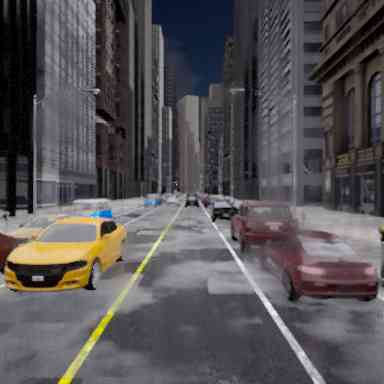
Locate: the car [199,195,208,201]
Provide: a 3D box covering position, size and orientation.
[{"bbox_3d":[2.765,1.413,80.912,1.887,1.381,4.507,0,0,0],"label":"car"}]

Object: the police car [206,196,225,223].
[{"bbox_3d":[2.367,1.379,25.492,1.930,1.638,5.238,0,0,0],"label":"police car"}]

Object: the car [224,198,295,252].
[{"bbox_3d":[2.764,1.289,13.602,2.192,1.841,5.009,0,0,0],"label":"car"}]

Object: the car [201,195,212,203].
[{"bbox_3d":[2.765,1.332,64.084,1.967,1.590,4.097,0,0,0],"label":"car"}]

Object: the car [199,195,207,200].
[{"bbox_3d":[2.765,1.426,86.521,1.947,1.339,4.313,0,0,0],"label":"car"}]

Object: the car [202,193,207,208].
[{"bbox_3d":[2.764,1.233,47.257,2.192,1.841,5.009,0,0,0],"label":"car"}]

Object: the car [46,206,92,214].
[{"bbox_3d":[-5.761,1.500,13.420,1.752,1.417,4.829,0,0,0],"label":"car"}]

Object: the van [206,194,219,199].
[{"bbox_3d":[2.764,1.277,36.039,1.690,1.788,3.998,0,0,0],"label":"van"}]

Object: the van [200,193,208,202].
[{"bbox_3d":[2.765,1.217,75.302,1.690,1.788,3.998,0,0,0],"label":"van"}]

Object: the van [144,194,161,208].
[{"bbox_3d":[-5.761,1.259,47.247,1.690,1.788,3.998,0,0,0],"label":"van"}]

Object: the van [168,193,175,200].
[{"bbox_3d":[-5.760,1.193,92.123,1.690,1.788,3.998,0,0,0],"label":"van"}]

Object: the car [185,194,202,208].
[{"bbox_3d":[0.037,1.396,46.958,1.882,1.535,5.008,0,0,1],"label":"car"}]

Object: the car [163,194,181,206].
[{"bbox_3d":[-3.066,1.435,52.295,1.812,1.442,4.674,0,0,0],"label":"car"}]

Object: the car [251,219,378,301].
[{"bbox_3d":[2.764,1.567,7.993,1.802,1.307,4.206,0,0,0],"label":"car"}]

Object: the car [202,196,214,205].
[{"bbox_3d":[2.765,1.445,58.475,1.887,1.381,4.507,0,0,0],"label":"car"}]

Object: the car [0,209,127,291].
[{"bbox_3d":[-3.100,1.460,9.178,1.882,1.535,5.008,0,0,0],"label":"car"}]

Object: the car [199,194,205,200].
[{"bbox_3d":[2.765,1.377,92.300,1.752,1.417,4.829,0,0,0],"label":"car"}]

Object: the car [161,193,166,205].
[{"bbox_3d":[-5.761,1.224,52.856,2.192,1.841,5.009,0,0,0],"label":"car"}]

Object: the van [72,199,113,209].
[{"bbox_3d":[-5.761,1.306,19.199,1.690,1.788,3.998,0,0,0],"label":"van"}]
